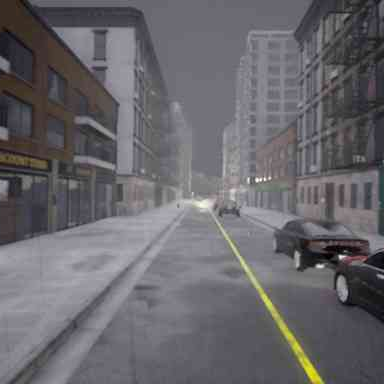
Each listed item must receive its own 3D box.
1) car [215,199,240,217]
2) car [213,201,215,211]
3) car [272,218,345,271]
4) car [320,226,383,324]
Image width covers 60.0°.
[{"bbox_3d":[3.821,1.626,35.244,2.097,1.767,4.553,1,0,2],"label":"car"},{"bbox_3d":[4.043,1.690,46.264,2.097,1.767,4.553,1,0,1],"label":"car"},{"bbox_3d":[4.108,1.619,11.391,1.882,1.535,5.008,1,0,1],"label":"car"},{"bbox_3d":[3.965,1.607,5.392,1.837,1.490,4.892,1,0,1],"label":"car"}]
